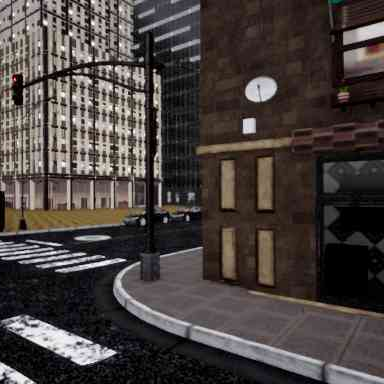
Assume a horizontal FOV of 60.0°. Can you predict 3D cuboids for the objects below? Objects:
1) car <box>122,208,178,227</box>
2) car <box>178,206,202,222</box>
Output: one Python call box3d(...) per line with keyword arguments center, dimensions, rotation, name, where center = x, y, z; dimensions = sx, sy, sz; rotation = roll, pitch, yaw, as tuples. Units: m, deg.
box3d(center=(-3.481, 1.893, 25.922), dimensions=(2.008, 1.369, 4.403), rotation=(-2, -2, 35), name="car")
box3d(center=(-0.272, 1.974, 30.474), dimensions=(2.008, 1.369, 4.403), rotation=(-2, -2, 35), name="car")
